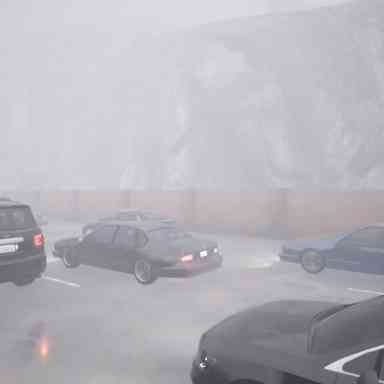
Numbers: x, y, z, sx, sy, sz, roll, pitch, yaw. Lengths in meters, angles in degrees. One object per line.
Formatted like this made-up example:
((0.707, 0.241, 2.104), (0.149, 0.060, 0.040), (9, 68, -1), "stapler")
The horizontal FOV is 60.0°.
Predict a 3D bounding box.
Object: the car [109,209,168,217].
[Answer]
((-2.785, 1.505, 14.555), (4.892, 1.490, 1.837), (0, 0, 35), "car")

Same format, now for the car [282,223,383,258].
((5.160, 1.547, 8.916), (5.357, 1.411, 2.033), (0, 0, 35), "car")

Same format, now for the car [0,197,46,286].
((-5.865, 1.221, 8.155), (5.566, 2.045, 2.150), (0, 0, 35), "car")

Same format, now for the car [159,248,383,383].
((2.247, 1.505, 2.445), (4.892, 1.490, 1.837), (0, 0, 35), "car")

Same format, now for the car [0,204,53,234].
((-11.011, 1.547, 20.402), (5.357, 1.411, 2.033), (0, 0, 35), "car")

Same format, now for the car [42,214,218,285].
((-1.762, 1.547, 9.530), (5.357, 1.411, 2.033), (0, 0, 35), "car")
